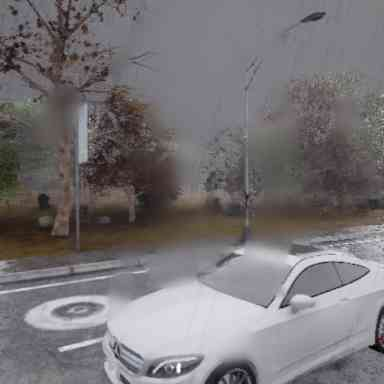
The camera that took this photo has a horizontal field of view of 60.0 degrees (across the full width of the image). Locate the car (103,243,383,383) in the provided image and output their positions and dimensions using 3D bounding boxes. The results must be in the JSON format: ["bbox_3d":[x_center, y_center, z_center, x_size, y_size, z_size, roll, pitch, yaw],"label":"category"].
[{"bbox_3d":[1.156,1.513,4.639,4.674,1.442,1.812,0,0,-34],"label":"car"}]
